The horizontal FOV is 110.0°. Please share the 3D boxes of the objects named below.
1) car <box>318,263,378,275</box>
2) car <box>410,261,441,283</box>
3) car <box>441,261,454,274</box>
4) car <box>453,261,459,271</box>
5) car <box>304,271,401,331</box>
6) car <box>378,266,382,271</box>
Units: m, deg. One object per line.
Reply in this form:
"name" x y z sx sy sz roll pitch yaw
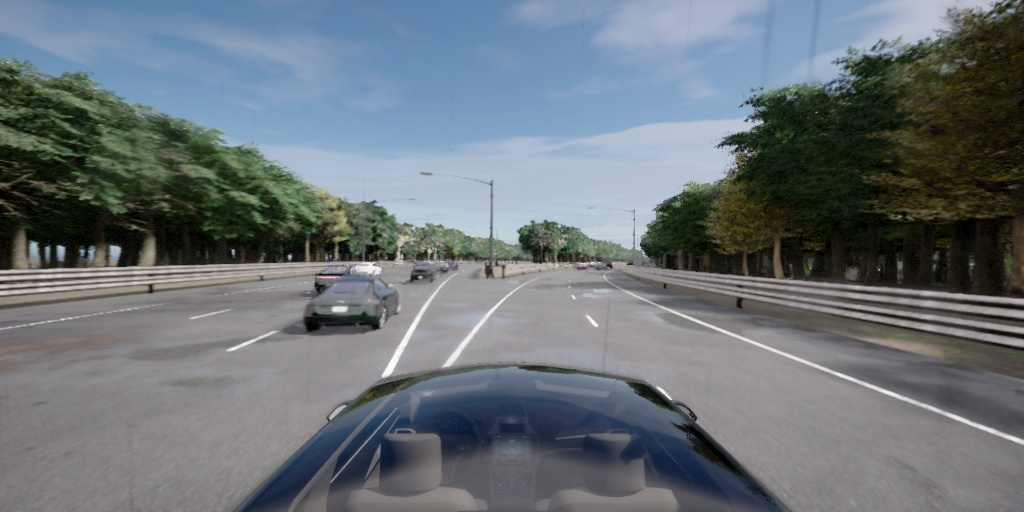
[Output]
"car" -9.558 1.303 20.529 2.128 1.511 4.902 1 -1 -8
"car" -7.350 1.437 30.216 1.837 1.490 4.892 1 -1 -6
"car" -8.936 1.655 46.138 1.895 1.301 4.718 1 -1 -5
"car" -9.723 1.639 58.145 2.128 1.511 4.902 1 0 -3
"car" -4.710 1.342 11.140 1.994 1.385 4.181 1 -1 -9
"car" -15.154 1.429 37.873 1.812 1.442 4.674 1 -1 -5
